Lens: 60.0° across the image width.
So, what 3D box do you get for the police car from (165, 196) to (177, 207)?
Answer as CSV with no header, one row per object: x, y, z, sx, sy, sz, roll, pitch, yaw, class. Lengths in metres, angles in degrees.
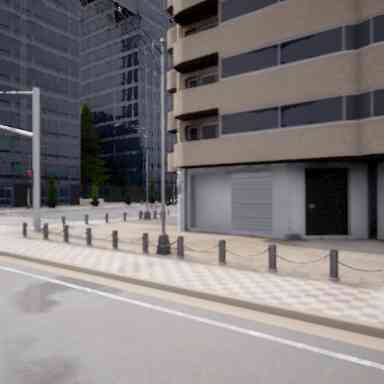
-2.390,1.536,54.918,1.930,1.638,5.238,0,0,36,police car
